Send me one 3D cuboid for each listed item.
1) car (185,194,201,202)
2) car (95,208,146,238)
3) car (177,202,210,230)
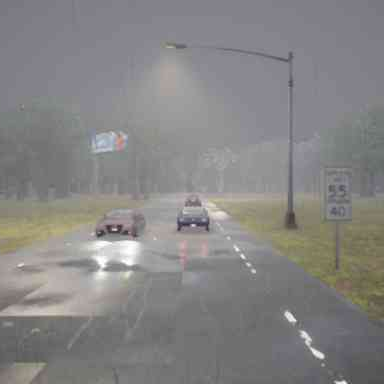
[{"bbox_3d":[0.120,1.054,42.739,2.097,1.767,4.553,0,1,0],"label":"car"},{"bbox_3d":[-3.572,1.531,17.297,1.994,1.385,4.181,0,0,0],"label":"car"},{"bbox_3d":[0.087,1.548,20.583,1.895,1.301,4.718,0,0,0],"label":"car"}]
